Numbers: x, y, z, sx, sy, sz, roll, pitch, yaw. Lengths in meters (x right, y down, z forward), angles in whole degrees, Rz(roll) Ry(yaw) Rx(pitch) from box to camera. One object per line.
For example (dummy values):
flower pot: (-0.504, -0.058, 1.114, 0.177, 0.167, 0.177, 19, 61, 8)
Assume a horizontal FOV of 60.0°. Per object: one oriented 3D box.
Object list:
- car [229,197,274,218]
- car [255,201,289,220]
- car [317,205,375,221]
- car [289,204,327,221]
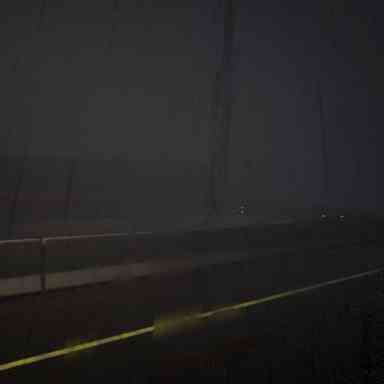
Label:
car: (6.376, 1.543, 34.468, 5.566, 2.045, 2.150, 1, -1, -36)
car: (8.935, 1.875, 31.984, 5.357, 1.411, 2.033, 1, -1, -36)
car: (12.031, 1.909, 25.599, 4.718, 1.301, 1.895, 1, -1, -36)
car: (11.173, 1.806, 29.306, 5.008, 1.535, 1.882, 1, -1, -36)
